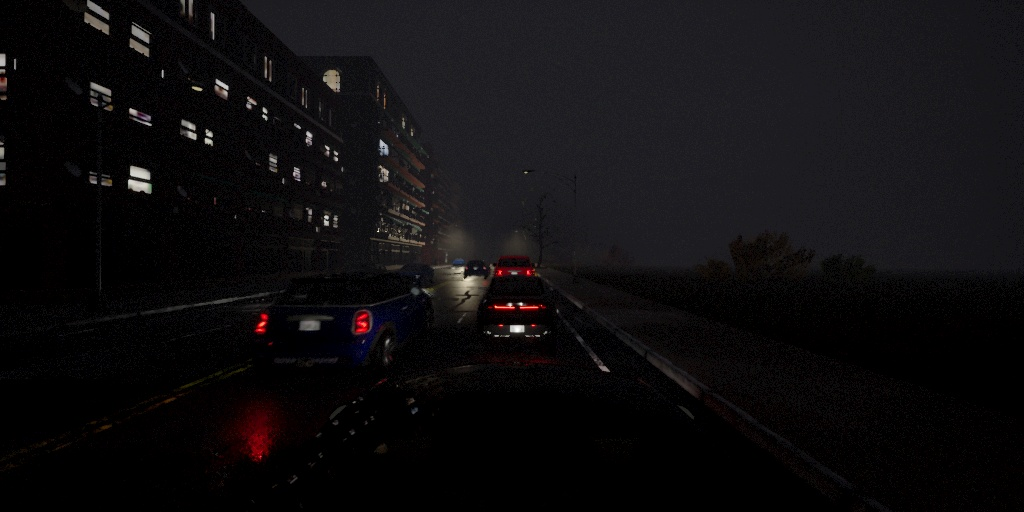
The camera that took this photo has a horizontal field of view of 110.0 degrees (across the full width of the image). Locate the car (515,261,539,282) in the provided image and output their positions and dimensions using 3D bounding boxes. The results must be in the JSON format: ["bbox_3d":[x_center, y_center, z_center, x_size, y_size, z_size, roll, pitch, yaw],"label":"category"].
[{"bbox_3d":[1.166,1.209,30.585,1.801,1.575,5.366,0,0,0],"label":"car"}]

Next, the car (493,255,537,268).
[{"bbox_3d":[0.118,0.974,20.178,2.150,2.045,5.566,0,0,0],"label":"car"}]

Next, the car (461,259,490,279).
[{"bbox_3d":[-3.120,1.105,32.864,2.097,1.767,4.553,0,0,0],"label":"car"}]

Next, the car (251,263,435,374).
[{"bbox_3d":[-3.144,1.104,7.709,2.097,1.767,4.553,0,0,0],"label":"car"}]

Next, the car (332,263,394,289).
[{"bbox_3d":[-9.829,1.244,24.128,2.128,1.511,4.902,0,0,0],"label":"car"}]

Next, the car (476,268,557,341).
[{"bbox_3d":[0.110,1.256,9.831,1.837,1.490,4.892,0,0,0],"label":"car"}]

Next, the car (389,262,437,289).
[{"bbox_3d":[-6.578,1.231,24.360,1.882,1.535,5.008,0,0,0],"label":"car"}]
